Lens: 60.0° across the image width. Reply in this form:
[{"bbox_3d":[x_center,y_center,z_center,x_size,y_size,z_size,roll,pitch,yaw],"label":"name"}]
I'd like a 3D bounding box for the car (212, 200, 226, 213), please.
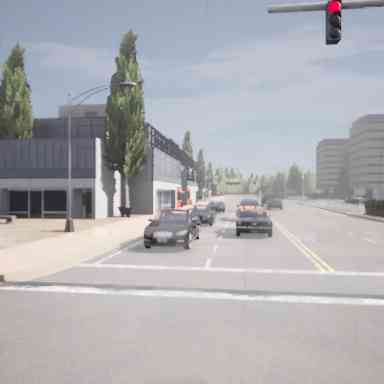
[{"bbox_3d":[2.730,1.629,37.336,1.994,1.385,4.181,0,0,8],"label":"car"}]

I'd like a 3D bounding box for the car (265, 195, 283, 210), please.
[{"bbox_3d":[11.042,1.578,44.524,2.128,1.511,4.902,0,0,9],"label":"car"}]

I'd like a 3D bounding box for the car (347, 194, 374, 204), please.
[{"bbox_3d":[31.599,1.294,61.745,3.866,1.878,1.905,0,0,7],"label":"car"}]

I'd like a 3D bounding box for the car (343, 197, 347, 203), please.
[{"bbox_3d":[32.014,1.297,64.610,4.605,1.855,1.932,0,0,7],"label":"car"}]

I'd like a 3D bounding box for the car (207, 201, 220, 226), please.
[{"bbox_3d":[0.620,1.604,23.465,1.994,1.385,4.181,0,0,9],"label":"car"}]

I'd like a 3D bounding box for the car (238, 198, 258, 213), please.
[{"bbox_3d":[6.581,1.563,39.343,2.128,1.511,4.902,0,0,9],"label":"car"}]

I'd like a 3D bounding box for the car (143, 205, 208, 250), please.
[{"bbox_3d":[-0.727,1.515,14.668,2.128,1.511,4.902,0,0,9],"label":"car"}]

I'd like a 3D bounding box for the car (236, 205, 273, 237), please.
[{"bbox_3d":[3.370,1.635,18.342,1.895,1.301,4.718,0,0,9],"label":"car"}]

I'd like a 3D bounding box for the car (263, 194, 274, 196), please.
[{"bbox_3d":[12.515,1.327,54.560,2.150,2.045,5.566,0,0,9],"label":"car"}]

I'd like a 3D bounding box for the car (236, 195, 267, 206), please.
[{"bbox_3d":[4.737,1.403,27.292,2.097,1.767,4.553,0,0,9],"label":"car"}]
